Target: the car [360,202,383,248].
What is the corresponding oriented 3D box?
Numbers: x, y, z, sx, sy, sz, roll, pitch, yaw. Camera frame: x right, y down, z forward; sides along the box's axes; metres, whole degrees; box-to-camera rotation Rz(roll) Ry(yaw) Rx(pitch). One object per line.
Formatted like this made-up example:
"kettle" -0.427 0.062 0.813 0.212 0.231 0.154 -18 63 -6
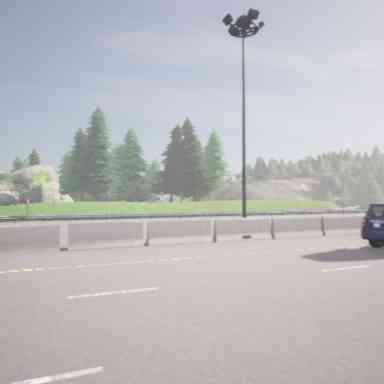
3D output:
"car" 9.976 1.446 14.480 5.566 2.045 2.150 0 -1 -22
